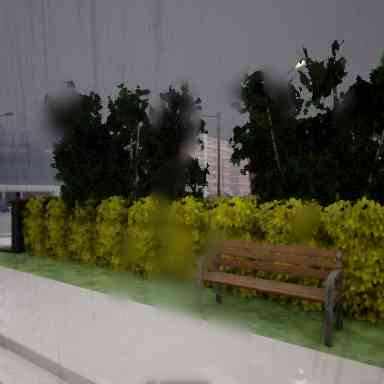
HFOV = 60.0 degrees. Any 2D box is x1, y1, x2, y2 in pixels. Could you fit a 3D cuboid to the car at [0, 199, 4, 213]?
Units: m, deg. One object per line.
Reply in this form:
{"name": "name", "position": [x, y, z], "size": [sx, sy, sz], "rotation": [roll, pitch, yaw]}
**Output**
{"name": "car", "position": [-22.380, 1.528, 33.761], "size": [2.033, 1.411, 5.357], "rotation": [0, 0, 35]}

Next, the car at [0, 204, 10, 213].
{"name": "car", "position": [-19.978, 1.537, 30.900], "size": [2.033, 1.411, 5.357], "rotation": [0, 0, 32]}

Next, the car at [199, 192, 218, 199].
{"name": "car", "position": [3.477, 0.739, 70.447], "size": [1.812, 1.442, 4.674], "rotation": [0, 1, 35]}

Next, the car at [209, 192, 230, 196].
{"name": "car", "position": [5.982, 0.714, 67.950], "size": [2.128, 1.511, 4.902], "rotation": [0, 1, 35]}
